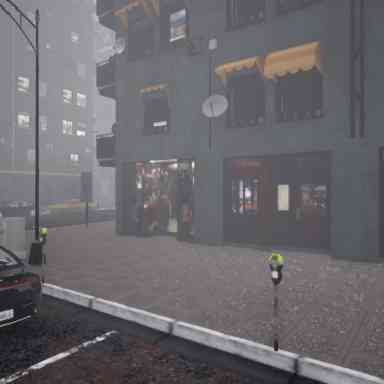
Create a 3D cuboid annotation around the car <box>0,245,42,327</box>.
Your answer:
[{"bbox_3d":[-4.487,1.551,6.062,4.403,1.369,2.008,0,0,35],"label":"car"}]

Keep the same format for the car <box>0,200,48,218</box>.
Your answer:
[{"bbox_3d":[-14.076,1.350,26.060,2.008,1.369,4.403,1,1,35],"label":"car"}]

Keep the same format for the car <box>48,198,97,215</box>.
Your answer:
[{"bbox_3d":[-10.992,1.250,30.489,1.752,1.417,4.829,1,1,35],"label":"car"}]
